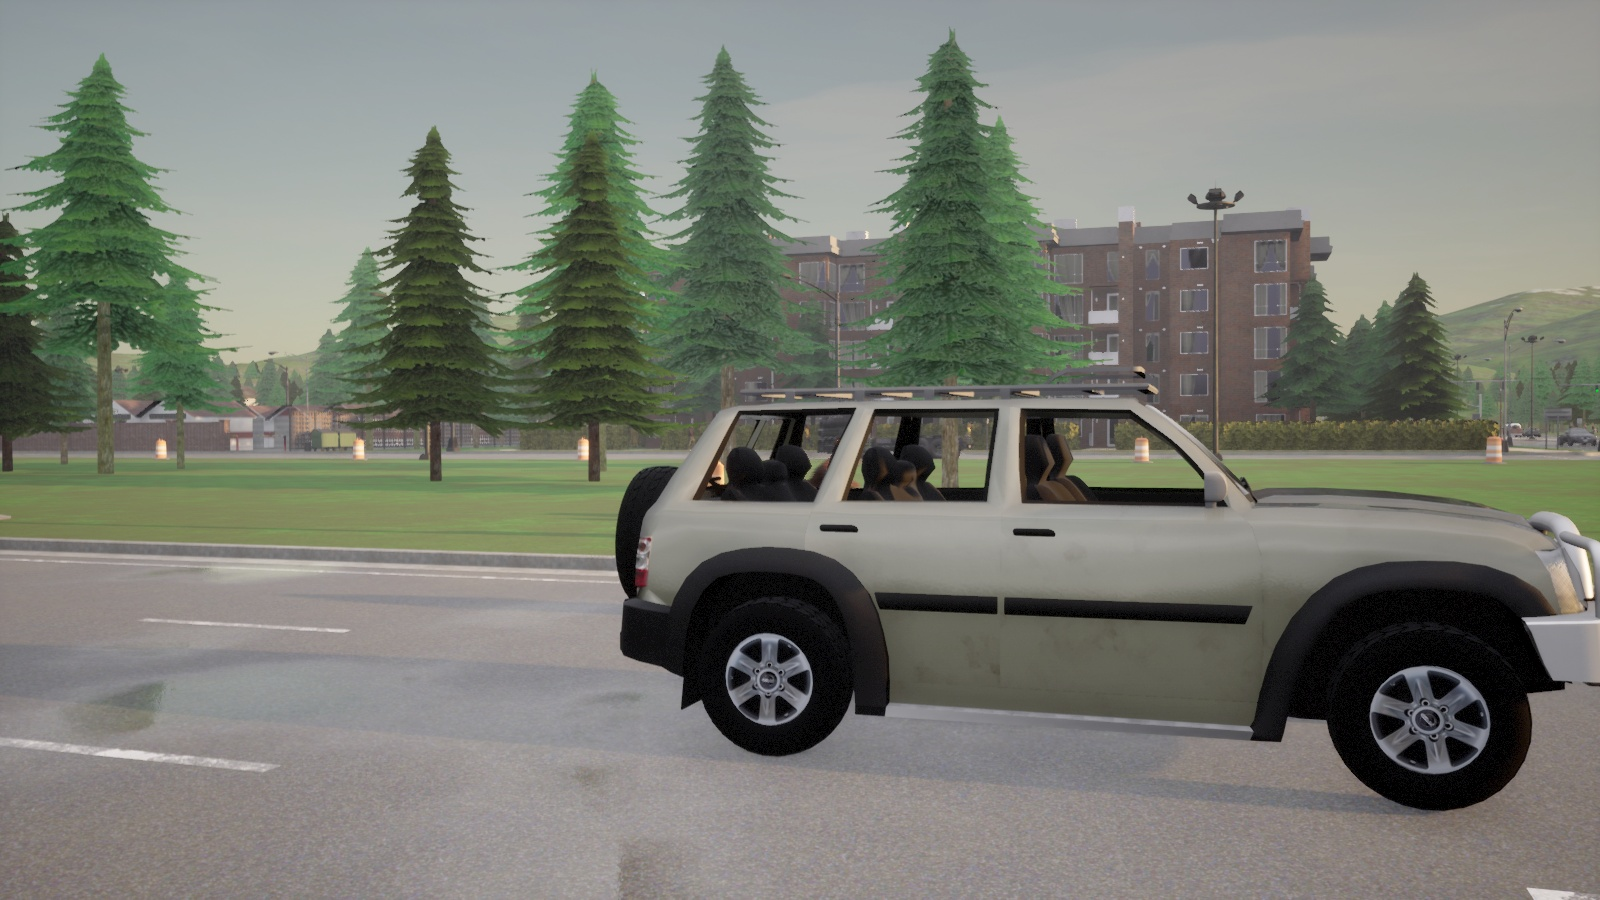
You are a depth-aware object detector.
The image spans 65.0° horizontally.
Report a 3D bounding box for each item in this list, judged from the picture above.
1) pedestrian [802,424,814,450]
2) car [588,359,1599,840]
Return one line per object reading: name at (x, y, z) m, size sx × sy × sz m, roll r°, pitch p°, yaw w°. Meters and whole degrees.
pedestrian at (0.572, -0.910, 86.967) m, size 0.726 × 1.835 × 0.370 m, roll 0°, pitch 1°, yaw 20°
car at (1.443, 0.547, 6.396) m, size 4.605 × 1.855 × 1.932 m, roll 0°, pitch 1°, yaw 18°
